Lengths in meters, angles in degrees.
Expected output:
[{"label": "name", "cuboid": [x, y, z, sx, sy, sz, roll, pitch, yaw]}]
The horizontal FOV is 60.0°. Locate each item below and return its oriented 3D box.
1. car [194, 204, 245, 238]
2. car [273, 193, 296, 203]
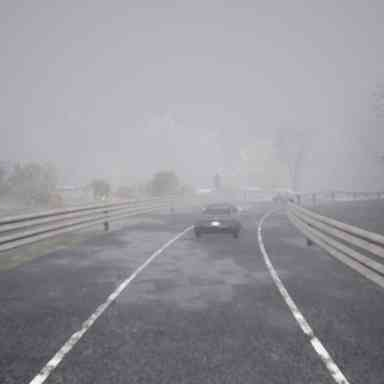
[{"label": "car", "cuboid": [1.393, 1.242, 15.711, 1.994, 1.385, 4.181, 0, 1, 12]}, {"label": "car", "cuboid": [12.648, 0.801, 45.140, 1.895, 1.301, 4.718, 1, 1, 34]}]
